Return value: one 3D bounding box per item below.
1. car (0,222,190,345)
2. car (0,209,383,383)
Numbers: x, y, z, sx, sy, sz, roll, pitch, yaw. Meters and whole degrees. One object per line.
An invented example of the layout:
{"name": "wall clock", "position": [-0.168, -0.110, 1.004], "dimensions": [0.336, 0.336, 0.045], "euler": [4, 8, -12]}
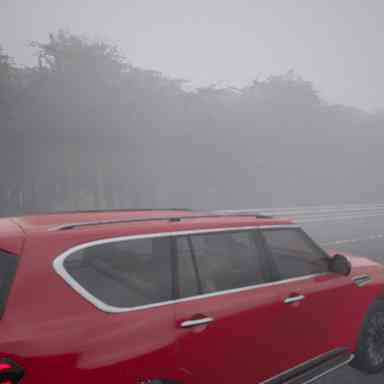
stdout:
{"name": "car", "position": [-2.568, 1.510, 6.218], "dimensions": [4.892, 1.490, 1.837], "euler": [0, 0, -35]}
{"name": "car", "position": [0.283, 1.226, 3.950], "dimensions": [5.566, 2.045, 2.150], "euler": [0, 0, -36]}
